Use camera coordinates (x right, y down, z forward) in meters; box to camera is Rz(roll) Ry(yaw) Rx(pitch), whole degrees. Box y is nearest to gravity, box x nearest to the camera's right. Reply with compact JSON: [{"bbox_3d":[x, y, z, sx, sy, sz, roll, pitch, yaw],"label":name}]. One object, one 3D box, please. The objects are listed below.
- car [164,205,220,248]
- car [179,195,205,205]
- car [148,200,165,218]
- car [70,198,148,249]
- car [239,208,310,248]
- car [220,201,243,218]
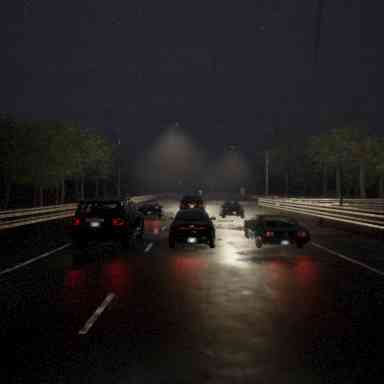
[{"bbox_3d":[0.000,1.516,14.650,1.837,1.490,4.892,0,0,0],"label":"car"},{"bbox_3d":[0.000,1.253,29.680,2.150,2.045,5.566,0,0,0],"label":"car"},{"bbox_3d":[-3.500,1.491,29.650,2.128,1.511,4.902,0,0,0],"label":"car"},{"bbox_3d":[-3.500,1.258,14.681,2.150,2.045,5.566,0,0,0],"label":"car"},{"bbox_3d":[3.500,1.616,14.680,1.895,1.301,4.718,0,0,0],"label":"car"},{"bbox_3d":[3.500,1.529,29.649,1.812,1.442,4.674,0,0,0],"label":"car"}]
